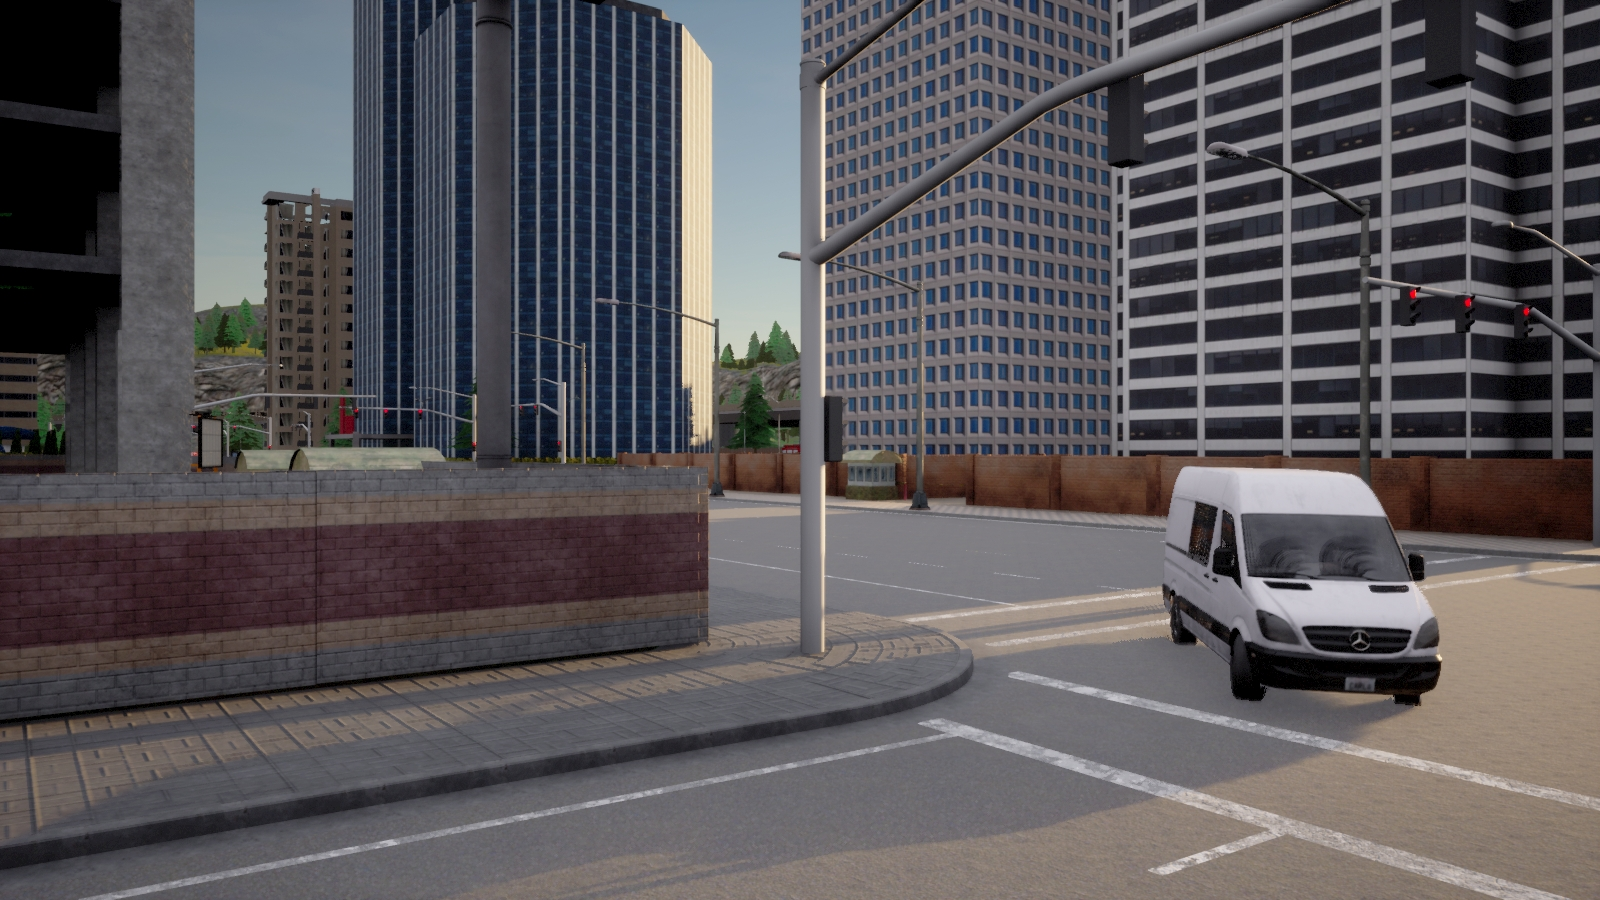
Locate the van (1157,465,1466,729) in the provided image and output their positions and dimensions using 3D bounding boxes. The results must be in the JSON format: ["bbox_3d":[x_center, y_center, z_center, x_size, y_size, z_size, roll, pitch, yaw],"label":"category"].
[{"bbox_3d":[6.152,1.533,14.669,1.988,2.561,5.915,1,0,8],"label":"van"}]
